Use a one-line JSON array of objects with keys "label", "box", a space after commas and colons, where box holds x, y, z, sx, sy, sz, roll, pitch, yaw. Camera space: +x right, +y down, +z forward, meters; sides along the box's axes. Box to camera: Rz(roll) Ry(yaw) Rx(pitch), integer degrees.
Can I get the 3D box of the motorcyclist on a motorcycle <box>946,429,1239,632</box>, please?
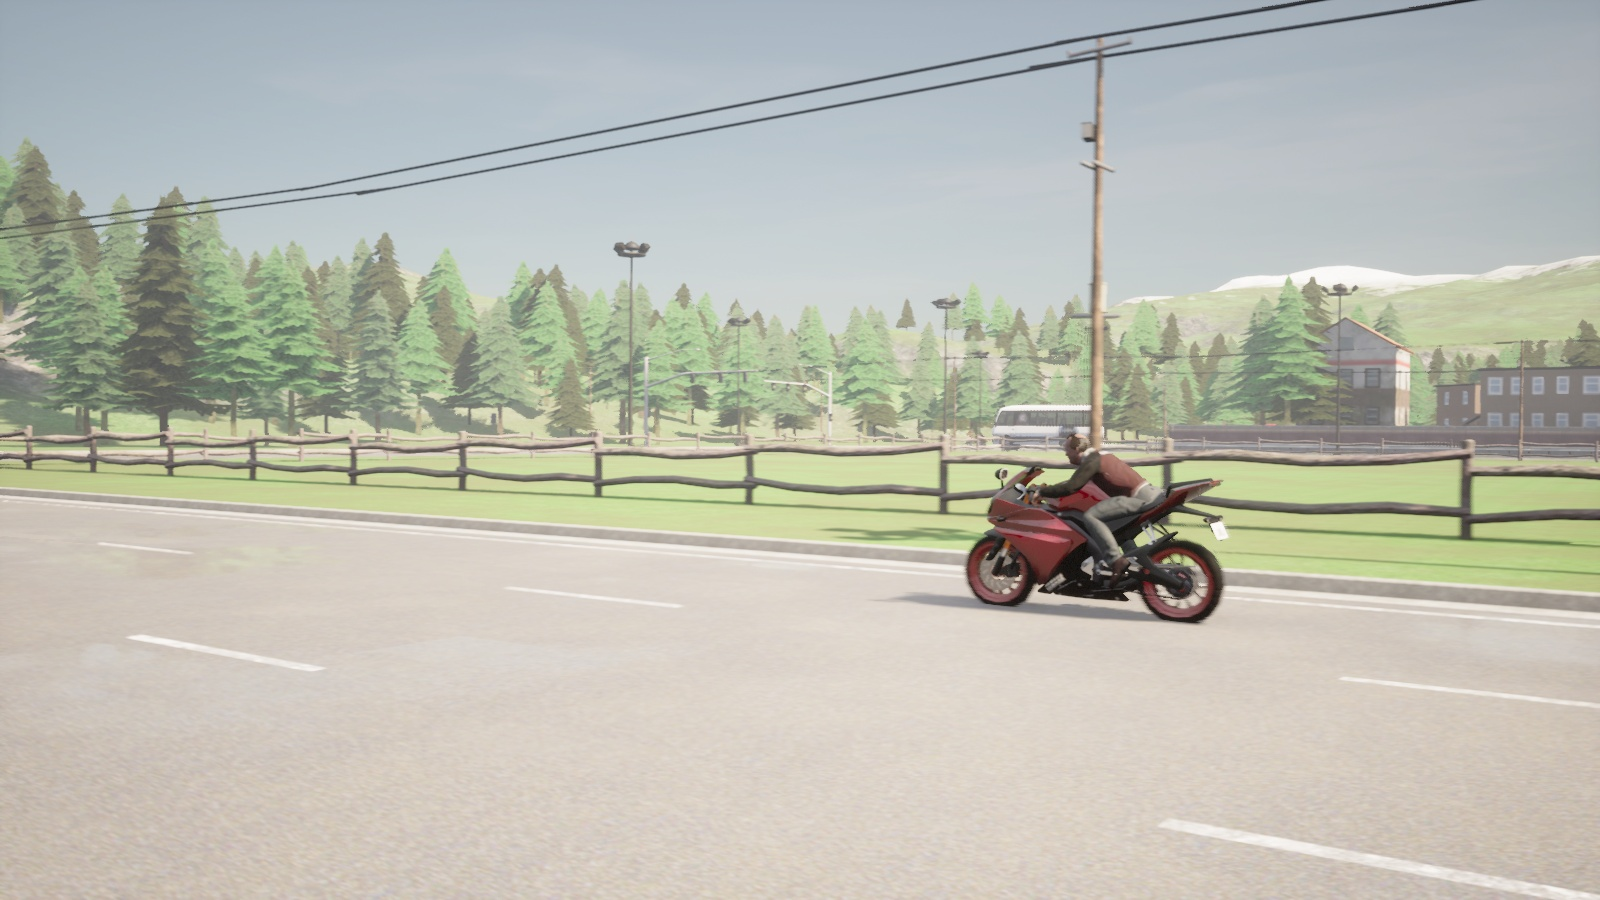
[{"label": "motorcyclist on a motorcycle", "box": [2.402, 0.601, 10.431, 2.191, 1.530, 0.866, 0, 1, 34]}]
